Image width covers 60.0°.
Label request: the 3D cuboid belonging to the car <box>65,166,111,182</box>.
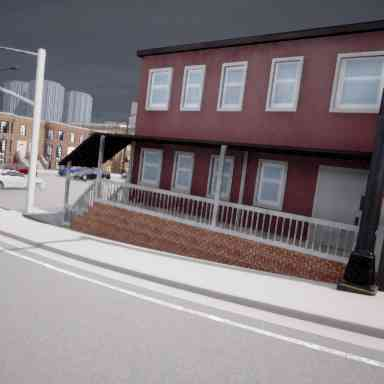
[{"bbox_3d":[-11.853,-2.044,39.321,2.128,1.511,4.902,10,6,35],"label":"car"}]

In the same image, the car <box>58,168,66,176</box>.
[{"bbox_3d":[-14.309,-2.574,41.832,1.882,1.535,5.008,10,6,36],"label":"car"}]

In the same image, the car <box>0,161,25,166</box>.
[{"bbox_3d":[-17.368,-2.062,31.671,1.882,1.535,5.008,10,6,35],"label":"car"}]

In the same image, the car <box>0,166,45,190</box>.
[{"bbox_3d":[-13.467,-0.954,24.923,1.812,1.442,4.674,10,6,35],"label":"car"}]

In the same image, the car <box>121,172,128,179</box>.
[{"bbox_3d":[-8.433,-2.553,49.945,2.128,1.511,4.902,10,6,36],"label":"car"}]
